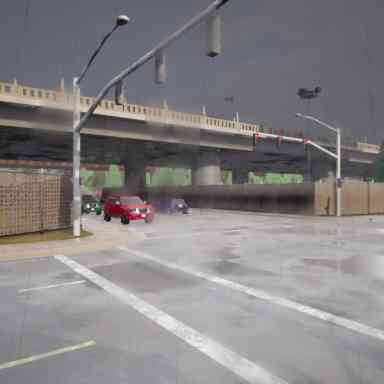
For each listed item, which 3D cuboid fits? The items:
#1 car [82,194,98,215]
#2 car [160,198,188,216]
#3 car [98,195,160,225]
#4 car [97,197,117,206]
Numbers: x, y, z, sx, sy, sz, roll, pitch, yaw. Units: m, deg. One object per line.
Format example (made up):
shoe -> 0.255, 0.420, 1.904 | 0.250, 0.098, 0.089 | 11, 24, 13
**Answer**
car -> -11.005, 1.277, 33.792 | 2.150, 2.045, 5.566 | 0, 0, -36
car -> -2.377, 1.407, 34.106 | 2.097, 1.767, 4.553 | 0, 0, -36
car -> -4.962, 1.277, 25.347 | 2.150, 2.045, 5.566 | 0, 0, -36
car -> -14.795, 1.619, 57.471 | 1.994, 1.385, 4.181 | 0, 0, -36
